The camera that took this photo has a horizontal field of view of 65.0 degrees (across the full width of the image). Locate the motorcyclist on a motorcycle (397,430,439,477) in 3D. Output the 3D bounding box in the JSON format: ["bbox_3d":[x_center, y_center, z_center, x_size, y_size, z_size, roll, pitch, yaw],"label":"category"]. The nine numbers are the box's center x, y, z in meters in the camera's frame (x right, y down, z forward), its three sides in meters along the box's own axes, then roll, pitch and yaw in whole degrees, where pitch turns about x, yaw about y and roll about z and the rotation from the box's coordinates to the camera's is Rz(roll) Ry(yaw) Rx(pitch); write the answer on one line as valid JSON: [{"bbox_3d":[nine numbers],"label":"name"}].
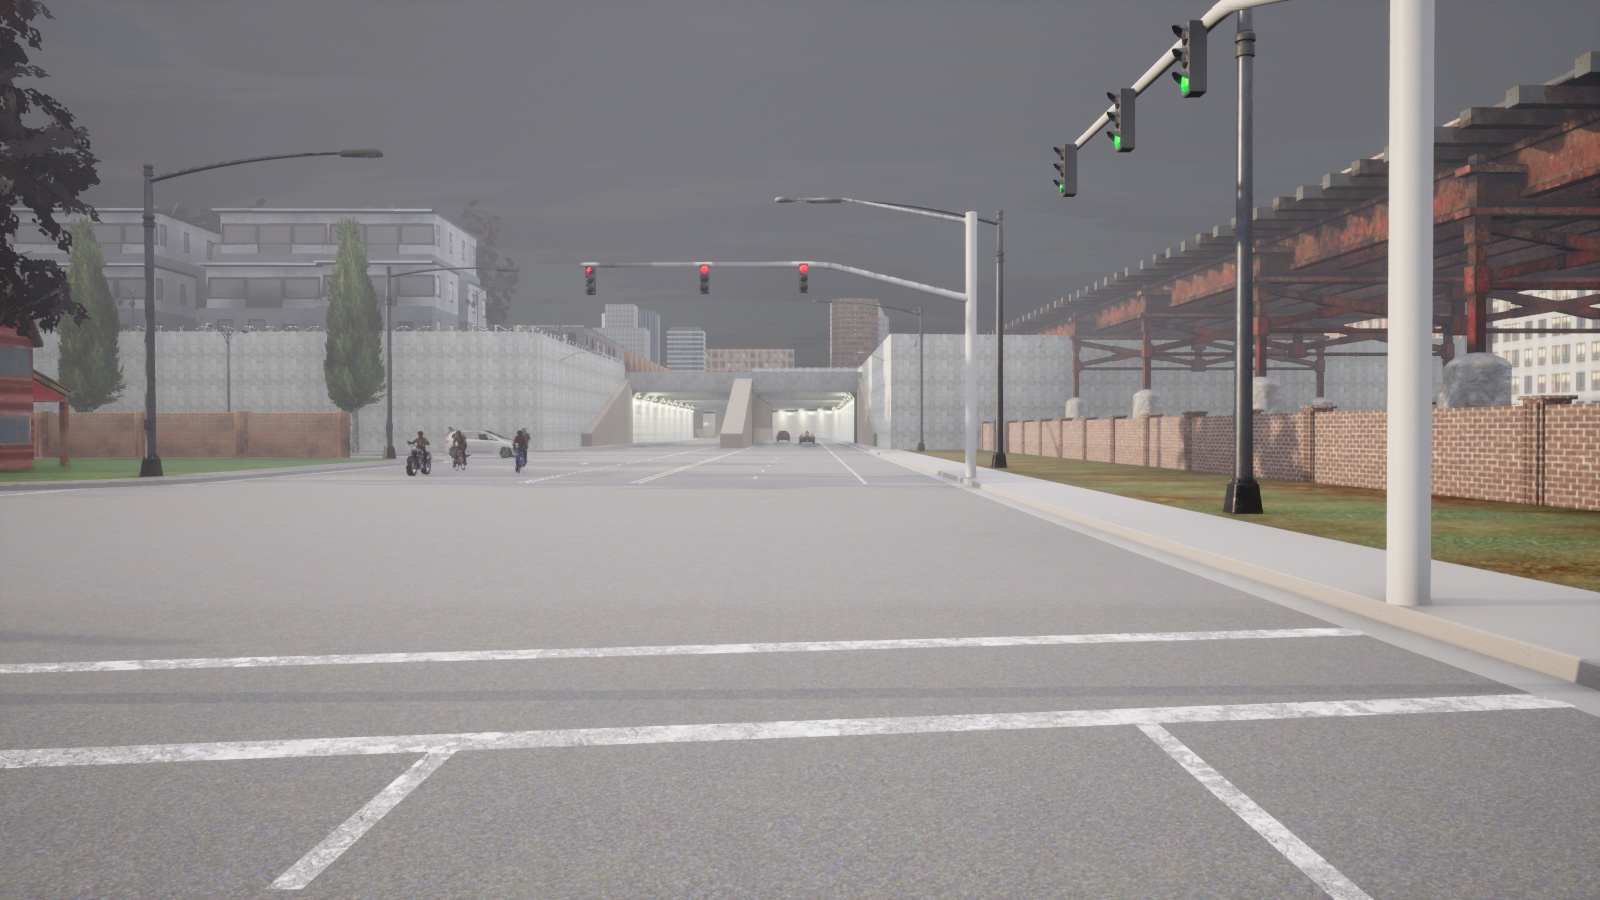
[{"bbox_3d":[-13.734,0.094,45.241,0.766,1.649,2.350,0,1,0],"label":"motorcyclist on a motorcycle"}]

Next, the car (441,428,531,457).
[{"bbox_3d":[-18.287,-0.450,73.248,4.611,1.667,2.242,0,1,3],"label":"car"}]
